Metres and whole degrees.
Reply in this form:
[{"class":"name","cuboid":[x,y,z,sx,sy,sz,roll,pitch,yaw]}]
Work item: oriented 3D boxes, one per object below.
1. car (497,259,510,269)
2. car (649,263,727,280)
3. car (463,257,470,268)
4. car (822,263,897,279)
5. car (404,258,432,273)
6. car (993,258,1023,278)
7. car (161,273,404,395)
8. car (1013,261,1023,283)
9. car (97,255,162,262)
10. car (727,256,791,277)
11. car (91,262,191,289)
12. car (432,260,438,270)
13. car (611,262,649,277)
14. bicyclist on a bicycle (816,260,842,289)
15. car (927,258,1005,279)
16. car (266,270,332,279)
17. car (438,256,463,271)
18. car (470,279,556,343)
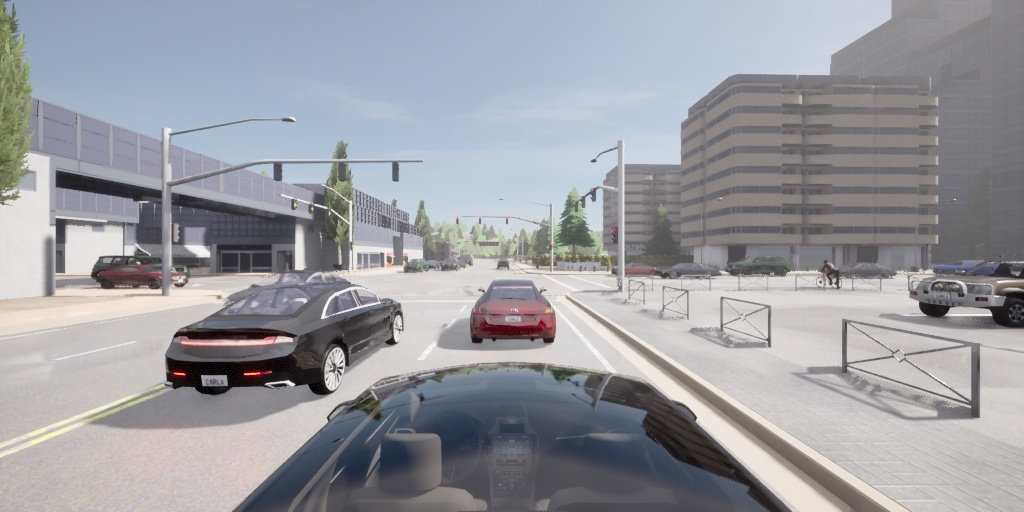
[{"class":"car","cuboid":[-1.413,1.255,57.867,1.837,1.490,4.892,0,0,-1]},{"class":"car","cuboid":[15.245,1.297,31.217,5.357,1.411,2.033,0,0,-2]},{"class":"car","cuboid":[-8.604,1.314,59.035,1.994,1.385,4.181,0,0,-1]},{"class":"car","cuboid":[30.665,1.297,31.669,5.357,1.411,2.033,0,0,-2]},{"class":"car","cuboid":[-11.756,1.102,44.178,2.097,1.767,4.553,0,0,0]},{"class":"car","cuboid":[46.817,1.063,32.053,4.718,1.301,1.895,0,0,-2]},{"class":"car","cuboid":[-3.472,1.242,6.610,2.128,1.511,4.902,0,0,0]},{"class":"car","cuboid":[43.309,1.314,28.389,4.181,1.385,1.994,0,0,-1]},{"class":"car","cuboid":[-26.437,0.971,25.635,5.566,2.045,2.150,0,0,-1]},{"class":"car","cuboid":[23.951,0.972,34.976,5.566,2.045,2.150,0,0,-2]},{"class":"car","cuboid":[-22.881,1.276,22.237,4.674,1.442,1.812,0,0,0]},{"class":"car","cuboid":[-11.972,1.297,53.643,2.033,1.411,5.357,0,0,-1]},{"class":"car","cuboid":[11.756,1.314,34.615,4.181,1.385,1.994,0,0,-2]},{"class":"bicyclist on a bicycle","cuboid":[17.933,1.052,20.308,0.582,1.620,1.656,0,0,-2]},{"class":"car","cuboid":[44.819,1.228,35.513,5.008,1.535,1.882,0,0,-1]},{"class":"car","cuboid":[-7.146,1.241,11.955,2.128,1.511,4.902,0,0,0]},{"class":"car","cuboid":[-8.339,1.102,49.067,2.097,1.767,4.553,0,0,-1]},{"class":"car","cuboid":[0.014,1.314,9.667,1.994,1.385,4.181,0,0,0]}]
